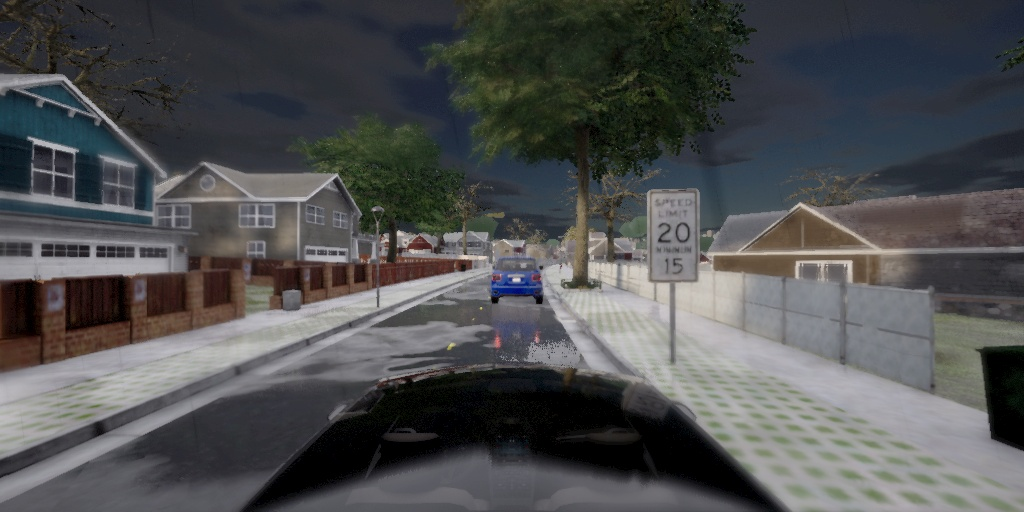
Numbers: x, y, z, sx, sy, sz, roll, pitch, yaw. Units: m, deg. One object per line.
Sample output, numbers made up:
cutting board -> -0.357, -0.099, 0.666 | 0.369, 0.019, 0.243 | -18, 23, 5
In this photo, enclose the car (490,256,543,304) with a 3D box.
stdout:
car -> 0.268, 1.012, 16.466 | 2.150, 2.045, 5.566 | 0, 0, 2
